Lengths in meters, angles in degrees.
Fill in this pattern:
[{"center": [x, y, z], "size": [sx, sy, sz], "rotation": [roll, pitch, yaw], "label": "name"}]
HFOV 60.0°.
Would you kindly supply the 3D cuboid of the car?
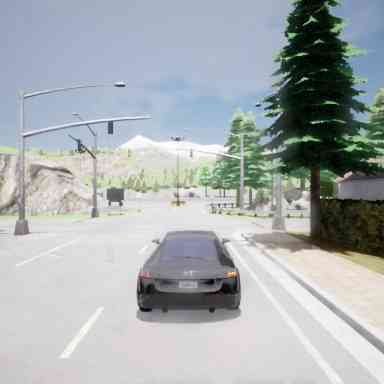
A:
[{"center": [-0.033, 1.574, 7.816], "size": [1.994, 1.385, 4.181], "rotation": [0, 0, 1], "label": "car"}]
